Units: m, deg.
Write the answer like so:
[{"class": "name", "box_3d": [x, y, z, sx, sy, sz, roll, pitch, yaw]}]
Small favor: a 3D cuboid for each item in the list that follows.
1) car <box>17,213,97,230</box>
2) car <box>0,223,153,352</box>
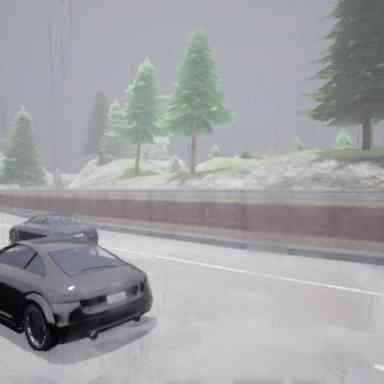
[{"class": "car", "box_3d": [-5.499, 1.511, 13.108, 4.181, 1.385, 1.994, 0, 0, 41]}, {"class": "car", "box_3d": [-2.706, 1.539, 6.223, 4.181, 1.385, 1.994, 0, 0, 38]}]
